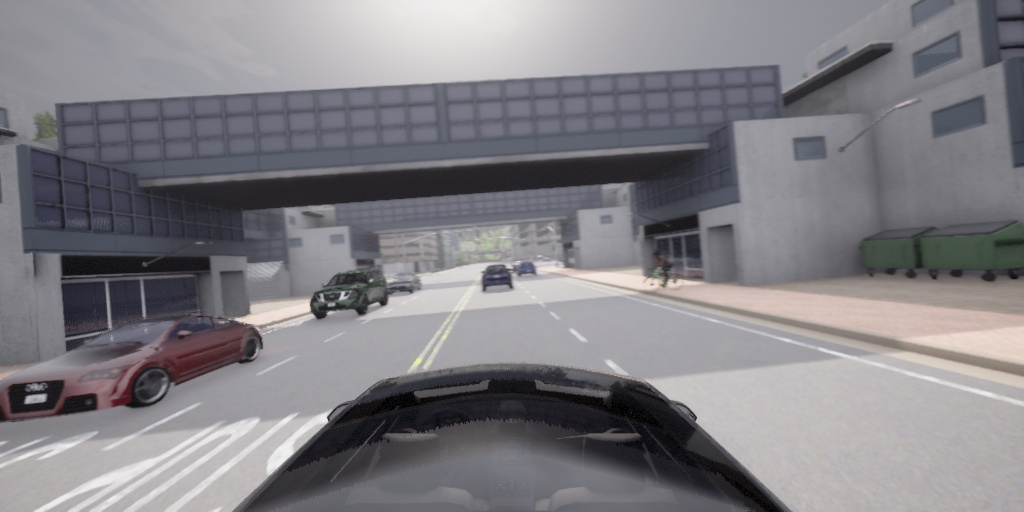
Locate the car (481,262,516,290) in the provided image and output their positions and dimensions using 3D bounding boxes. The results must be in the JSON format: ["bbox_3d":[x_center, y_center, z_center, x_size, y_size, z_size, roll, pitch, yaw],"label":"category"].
[{"bbox_3d":[-1.123,1.374,25.759,2.097,1.767,4.553,-5,0,-3],"label":"car"}]

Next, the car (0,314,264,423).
[{"bbox_3d":[-7.222,1.970,7.334,1.994,1.385,4.181,-5,0,-3],"label":"car"}]

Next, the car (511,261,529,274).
[{"bbox_3d":[0.988,1.511,49.288,2.128,1.511,4.902,-5,0,-1],"label":"car"}]

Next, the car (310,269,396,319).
[{"bbox_3d":[-7.870,1.761,18.005,2.150,2.045,5.566,-5,0,-3],"label":"car"}]

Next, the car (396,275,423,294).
[{"bbox_3d":[-8.455,2.218,28.673,2.033,1.411,5.357,-5,0,-3],"label":"car"}]

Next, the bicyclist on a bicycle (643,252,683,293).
[{"bbox_3d":[6.035,0.635,14.425,1.656,1.620,0.582,-6,0,-3],"label":"bicyclist on a bicycle"}]

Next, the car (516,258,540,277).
[{"bbox_3d":[1.563,1.369,38.961,1.882,1.535,5.008,-5,0,-3],"label":"car"}]
